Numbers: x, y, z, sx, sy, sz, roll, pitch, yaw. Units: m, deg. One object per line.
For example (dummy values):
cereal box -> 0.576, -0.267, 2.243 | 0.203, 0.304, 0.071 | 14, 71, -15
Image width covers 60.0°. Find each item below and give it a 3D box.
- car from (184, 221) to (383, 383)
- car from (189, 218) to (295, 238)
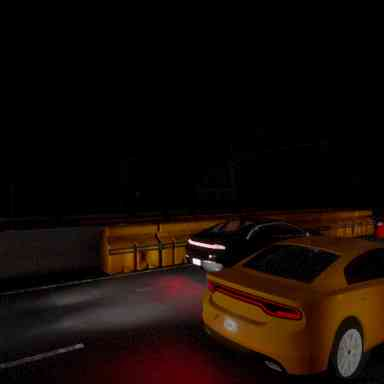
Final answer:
car -> 2.483, 1.478, 5.520 | 5.008, 1.535, 1.882 | 0, 0, -36
car -> 2.084, 1.492, 9.534 | 4.902, 1.511, 2.128 | 0, 0, -36
